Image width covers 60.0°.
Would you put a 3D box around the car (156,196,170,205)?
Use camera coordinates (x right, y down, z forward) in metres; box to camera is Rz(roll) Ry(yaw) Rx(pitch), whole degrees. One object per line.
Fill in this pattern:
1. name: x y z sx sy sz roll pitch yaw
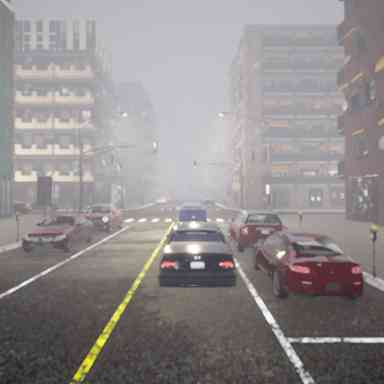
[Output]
1. car: -5.228 1.533 57.275 1.752 1.417 4.829 1 0 0

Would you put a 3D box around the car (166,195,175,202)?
1. car: -5.197 1.554 80.129 1.887 1.381 4.507 1 0 0

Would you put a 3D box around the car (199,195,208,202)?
1. car: 2.684 1.554 80.148 1.887 1.381 4.507 1 0 0

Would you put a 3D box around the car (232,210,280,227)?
1. car: 2.594 1.443 13.695 1.967 1.590 4.097 1 0 0

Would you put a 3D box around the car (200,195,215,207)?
1. car: 2.645 1.558 51.793 2.008 1.369 4.403 1 0 0

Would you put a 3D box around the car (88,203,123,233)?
1. car: -5.287 1.444 19.232 1.967 1.590 4.097 1 0 0

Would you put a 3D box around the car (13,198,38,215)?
1. car: -17.520 1.240 30.760 5.009 1.841 2.192 0 -1 0

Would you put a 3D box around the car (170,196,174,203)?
1. car: -5.212 1.534 68.617 1.752 1.417 4.829 1 0 0

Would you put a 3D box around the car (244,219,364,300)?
1. car: 2.585 1.584 8.145 1.802 1.307 4.206 1 0 0

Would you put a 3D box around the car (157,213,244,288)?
1. car: 0.113 1.549 9.346 2.033 1.411 5.357 0 0 0

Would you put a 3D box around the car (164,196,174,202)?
1. car: -5.205 1.575 74.458 1.947 1.339 4.313 1 0 0

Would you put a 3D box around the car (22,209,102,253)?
1. car: -5.292 1.585 13.683 1.802 1.307 4.206 1 0 0

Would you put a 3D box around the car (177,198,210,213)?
1. car: -0.065 1.482 24.280 1.882 1.535 5.008 0 0 -4

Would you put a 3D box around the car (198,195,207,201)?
1. car: 2.691 1.560 85.819 2.008 1.369 4.403 1 0 0

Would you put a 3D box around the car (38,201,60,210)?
1. car: -17.571 1.589 38.636 4.313 1.339 1.947 0 -1 0
